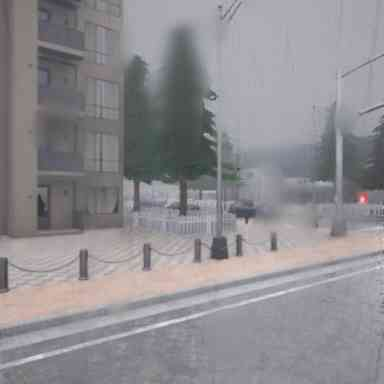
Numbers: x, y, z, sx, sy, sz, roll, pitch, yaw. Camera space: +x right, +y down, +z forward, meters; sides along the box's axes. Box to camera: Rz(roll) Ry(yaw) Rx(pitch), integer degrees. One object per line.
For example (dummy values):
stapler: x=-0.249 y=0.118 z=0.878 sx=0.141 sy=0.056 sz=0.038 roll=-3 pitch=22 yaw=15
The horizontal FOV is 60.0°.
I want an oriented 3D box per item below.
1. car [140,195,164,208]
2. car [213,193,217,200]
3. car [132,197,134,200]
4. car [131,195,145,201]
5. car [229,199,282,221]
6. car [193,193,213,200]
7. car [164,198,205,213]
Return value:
car: x=-5.877 y=1.618 z=48.524 sx=2.033 sy=1.411 sz=5.357 roll=0 pitch=0 yaw=-37
car: x=4.842 y=1.230 z=92.873 sx=1.905 sy=1.878 sz=3.866 roll=0 pitch=0 yaw=-37
car: x=-12.240 y=1.475 z=79.831 sx=1.845 sy=1.501 sz=3.633 roll=0 pitch=0 yaw=-37
car: x=-14.276 y=1.492 z=87.564 sx=1.970 sy=1.475 sz=3.806 roll=0 pitch=0 yaw=-37
car: x=5.254 y=1.416 z=27.740 sx=2.097 sy=1.767 sz=4.553 roll=0 pitch=0 yaw=-37
car: x=2.756 y=1.243 z=90.809 sx=1.932 sy=1.855 sz=4.605 roll=0 pitch=0 yaw=-37
car: x=-0.792 y=1.627 z=35.727 sx=1.994 sy=1.385 sz=4.181 roll=0 pitch=0 yaw=-37
